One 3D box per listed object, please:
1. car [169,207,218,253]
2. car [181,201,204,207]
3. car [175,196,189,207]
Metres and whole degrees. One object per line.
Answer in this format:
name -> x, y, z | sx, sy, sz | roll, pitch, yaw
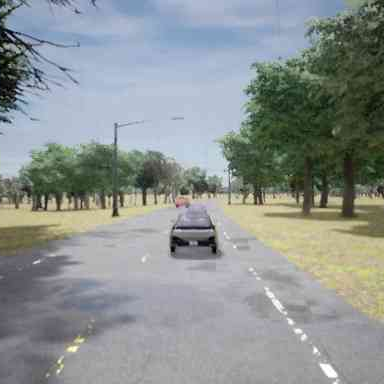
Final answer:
car -> 0.094, 1.626, 14.252 | 2.128, 1.511, 4.902 | 0, 0, 1
car -> 0.420, 1.817, 28.902 | 2.033, 1.411, 5.357 | 0, -1, 2
car -> -1.727, 1.773, 58.862 | 2.150, 2.045, 5.566 | 0, -1, 4
